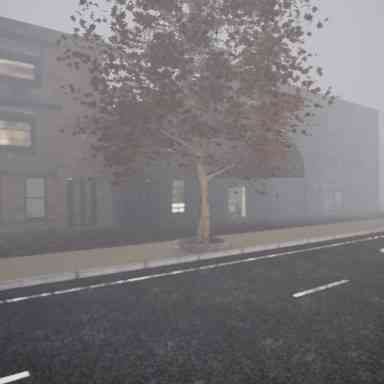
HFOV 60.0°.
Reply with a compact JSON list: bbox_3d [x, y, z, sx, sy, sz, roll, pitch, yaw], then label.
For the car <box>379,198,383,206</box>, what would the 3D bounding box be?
[{"bbox_3d":[32.646,1.665,58.707,2.008,1.369,4.403,-2,0,-36],"label":"car"}]
